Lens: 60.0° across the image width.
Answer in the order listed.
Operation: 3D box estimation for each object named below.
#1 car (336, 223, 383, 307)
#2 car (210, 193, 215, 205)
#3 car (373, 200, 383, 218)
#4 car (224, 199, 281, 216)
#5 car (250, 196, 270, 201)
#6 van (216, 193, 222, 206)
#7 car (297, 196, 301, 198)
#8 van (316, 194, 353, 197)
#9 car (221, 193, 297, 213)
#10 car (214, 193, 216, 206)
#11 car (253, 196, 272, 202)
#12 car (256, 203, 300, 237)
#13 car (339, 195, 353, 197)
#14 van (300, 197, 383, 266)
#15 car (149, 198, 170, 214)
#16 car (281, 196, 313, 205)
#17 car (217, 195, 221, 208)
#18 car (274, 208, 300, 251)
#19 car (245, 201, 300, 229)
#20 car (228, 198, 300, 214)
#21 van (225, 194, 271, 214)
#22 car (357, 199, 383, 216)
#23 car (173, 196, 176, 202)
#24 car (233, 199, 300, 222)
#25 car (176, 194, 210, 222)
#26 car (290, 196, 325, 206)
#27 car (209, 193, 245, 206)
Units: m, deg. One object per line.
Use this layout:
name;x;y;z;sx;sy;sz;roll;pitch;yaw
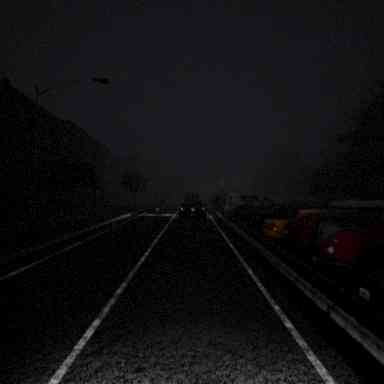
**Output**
car;5.609;1.485;6.215;4.792;1.488;2.163;0;0;0
car;5.611;1.173;45.457;5.566;2.045;2.435;0;0;0
car;18.652;1.447;28.792;4.792;1.488;2.163;0;0;0
car;5.592;1.417;31.441;5.008;1.535;2.097;0;0;0
car;18.686;1.793;91.057;5.008;1.535;2.097;0;-1;0
van;5.471;1.193;39.851;4.442;1.987;1.878;0;0;0
car;18.664;1.480;51.070;4.674;1.452;2.002;0;0;0
van;18.780;1.196;42.721;4.442;1.987;1.878;0;0;0
car;5.631;1.165;28.637;5.566;2.045;2.435;0;0;0
car;5.553;1.294;42.656;4.553;1.767;2.185;0;0;0
car;18.676;1.802;87.908;4.674;1.452;2.002;0;-1;0
car;5.810;1.428;14.625;5.366;1.575;1.946;0;0;0
car;18.488;1.416;34.364;5.366;1.575;1.946;0;0;0
van;5.517;1.222;9.017;4.442;1.987;1.878;0;0;0
car;-3.353;1.455;34.905;1.837;1.490;4.892;0;0;0
car;18.659;1.486;59.425;5.008;1.535;2.097;0;-1;0
car;5.584;1.420;37.047;4.892;1.521;2.231;0;0;0
car;5.658;1.469;11.821;4.792;1.488;2.163;0;0;0
car;5.615;1.424;17.424;5.008;1.535;2.097;0;0;0
car;5.602;1.416;25.830;4.892;1.521;2.231;0;0;0
van;5.710;1.192;34.245;4.442;1.987;1.878;0;0;0
car;18.672;1.418;31.577;5.008;1.535;2.097;0;0;0
car;-3.269;1.566;75.892;1.837;1.490;4.892;0;-1;0
car;5.582;1.446;23.032;4.792;1.488;2.163;0;0;0
car;0.077;1.300;26.096;2.097;1.767;4.553;0;0;1
car;18.667;1.451;53.857;5.008;1.535;2.097;0;0;0
car;5.611;1.200;53.867;5.566;2.045;2.435;0;0;0
